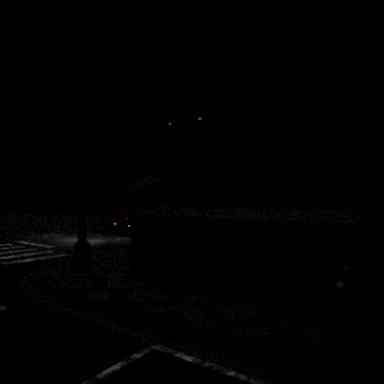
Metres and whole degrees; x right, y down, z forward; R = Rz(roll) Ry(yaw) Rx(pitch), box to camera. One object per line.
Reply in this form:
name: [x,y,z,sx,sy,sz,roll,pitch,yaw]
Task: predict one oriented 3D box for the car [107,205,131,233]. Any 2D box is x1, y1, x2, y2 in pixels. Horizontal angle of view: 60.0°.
car: [-3.097,1.634,22.499,2.150,2.045,5.566,0,-1,35]
